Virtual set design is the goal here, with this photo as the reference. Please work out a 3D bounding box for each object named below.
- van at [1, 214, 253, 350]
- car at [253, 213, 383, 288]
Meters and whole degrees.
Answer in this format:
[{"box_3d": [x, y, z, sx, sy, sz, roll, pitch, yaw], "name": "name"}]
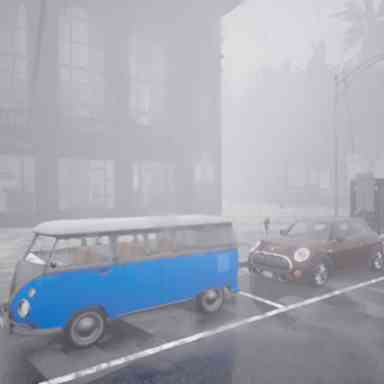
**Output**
[{"box_3d": [-0.987, 1.338, 5.947, 3.998, 1.788, 1.690, 0, 0, -36], "name": "van"}, {"box_3d": [3.430, 1.429, 9.099, 4.097, 1.590, 1.967, 0, 0, -36], "name": "car"}]
